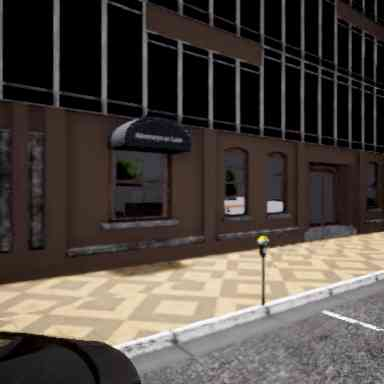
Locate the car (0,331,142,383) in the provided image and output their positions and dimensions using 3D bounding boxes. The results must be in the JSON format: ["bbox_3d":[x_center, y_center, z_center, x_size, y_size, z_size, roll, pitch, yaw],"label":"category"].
[{"bbox_3d":[-2.208,1.557,1.310,4.313,1.339,1.947,0,0,-35],"label":"car"}]
